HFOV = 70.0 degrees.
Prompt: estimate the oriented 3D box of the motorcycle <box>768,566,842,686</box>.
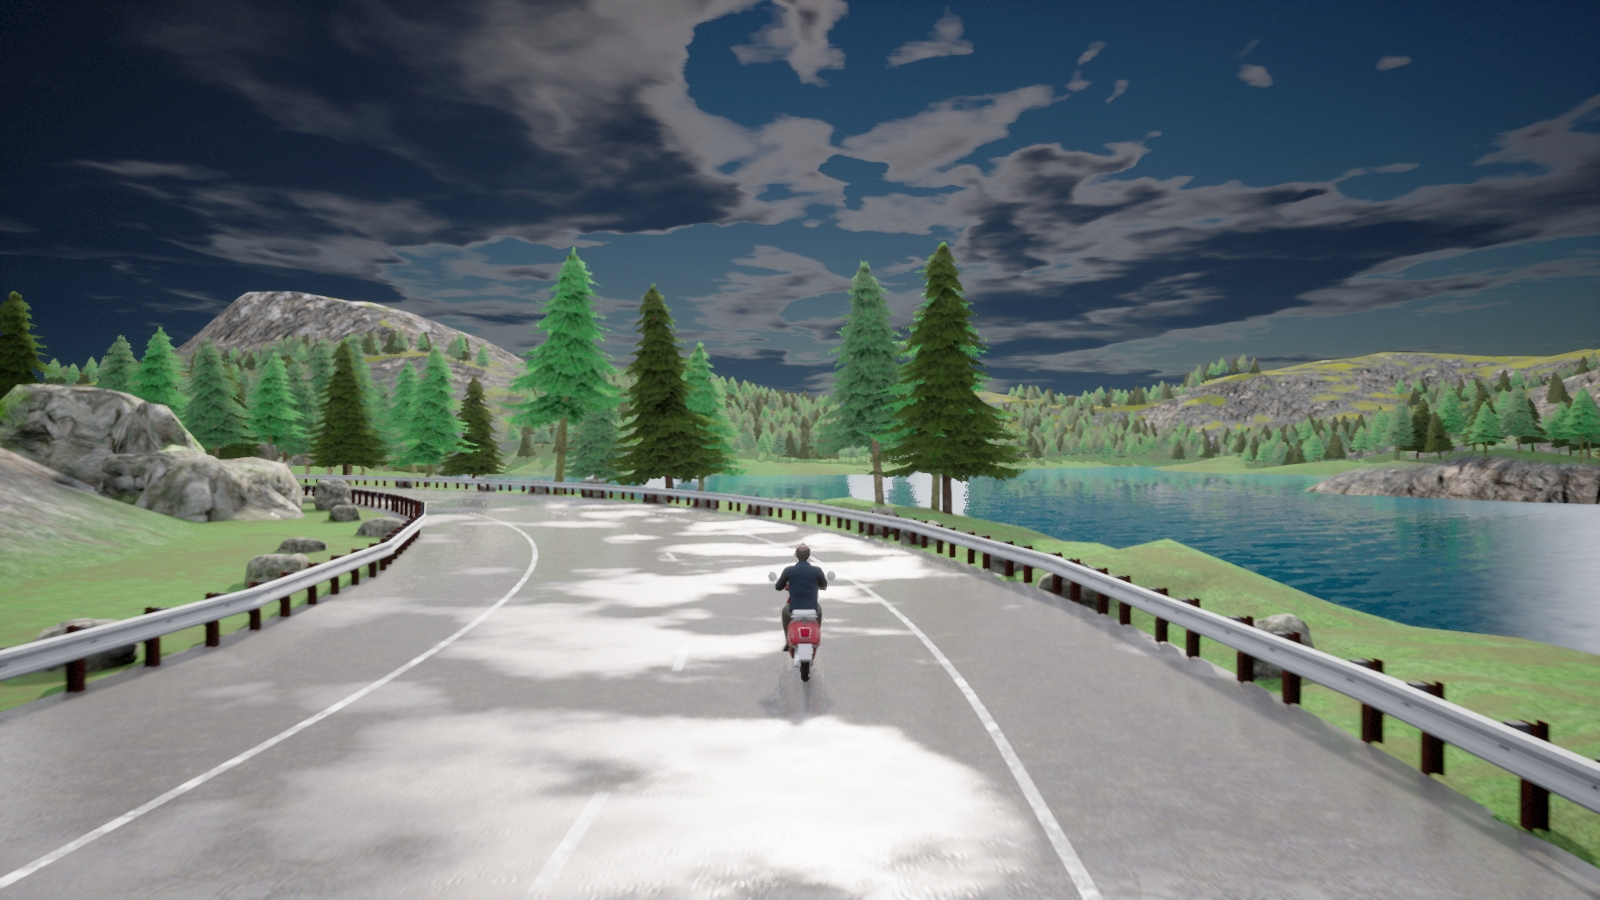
[{"bbox_3d":[0.034,2.182,14.485,0.856,1.236,1.805,0,0,-2],"label":"motorcycle"}]
